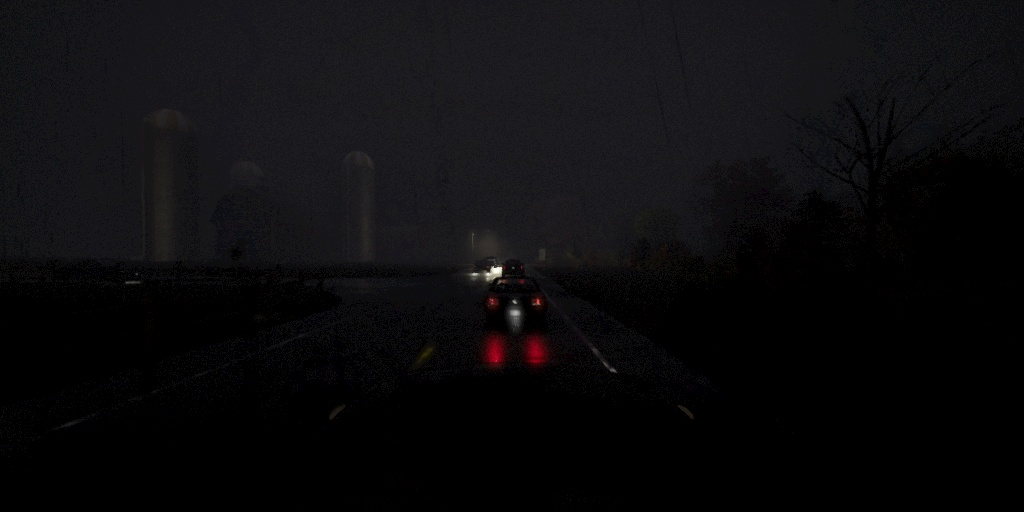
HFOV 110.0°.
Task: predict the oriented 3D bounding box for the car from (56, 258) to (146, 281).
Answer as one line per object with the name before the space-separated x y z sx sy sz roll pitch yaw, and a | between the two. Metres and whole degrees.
car | -27.196 0.874 23.759 4.674 1.442 1.812 1 1 0

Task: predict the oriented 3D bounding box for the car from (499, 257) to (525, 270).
car | 0.111 1.086 34.435 2.097 1.767 4.553 0 0 0

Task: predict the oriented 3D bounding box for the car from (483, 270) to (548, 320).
car | 0.103 1.346 12.480 1.895 1.301 4.718 0 0 0

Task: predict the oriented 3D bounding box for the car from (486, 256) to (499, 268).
car | -3.519 0.939 60.429 2.150 2.045 5.566 0 0 1

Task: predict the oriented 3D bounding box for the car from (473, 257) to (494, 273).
car | -3.575 1.206 43.606 1.882 1.535 5.008 0 0 0
